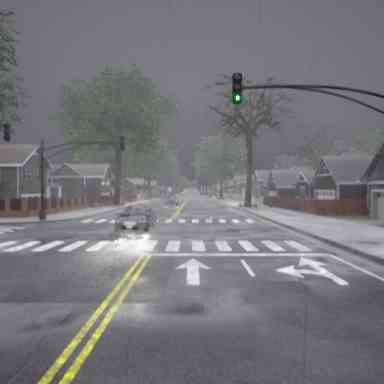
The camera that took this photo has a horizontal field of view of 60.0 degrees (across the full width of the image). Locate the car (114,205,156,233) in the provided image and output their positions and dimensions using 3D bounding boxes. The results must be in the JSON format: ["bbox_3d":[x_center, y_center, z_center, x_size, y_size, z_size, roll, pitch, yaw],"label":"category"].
[{"bbox_3d":[-3.224,1.525,19.606,2.128,1.511,4.902,0,0,0],"label":"car"}]

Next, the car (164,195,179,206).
[{"bbox_3d":[-3.176,1.267,52.147,2.097,1.767,4.553,0,0,0],"label":"car"}]
